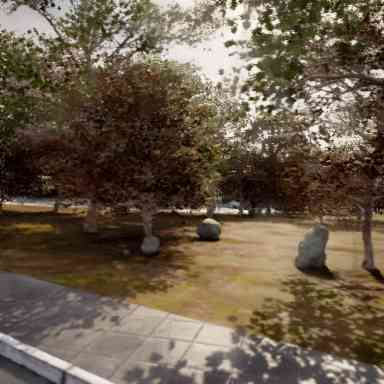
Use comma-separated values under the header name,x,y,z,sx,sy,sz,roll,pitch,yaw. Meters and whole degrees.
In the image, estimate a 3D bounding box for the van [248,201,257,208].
name,x,y,z,sx,sy,sz,roll,pitch,yaw
van,15.200,3.534,91.824,4.442,1.987,1.878,3,0,-45

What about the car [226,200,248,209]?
name,x,y,z,sx,sy,sz,roll,pitch,yaw
car,11.326,3.275,87.988,5.566,2.045,2.435,3,0,-45
